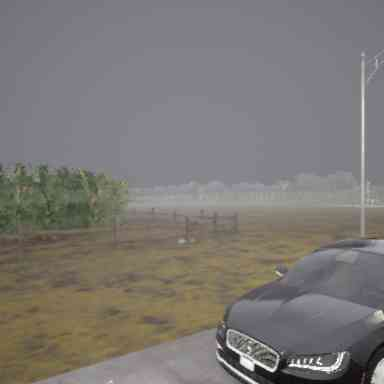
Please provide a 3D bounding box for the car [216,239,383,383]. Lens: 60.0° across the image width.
[{"bbox_3d":[2.560,1.523,4.845,4.892,1.490,1.837,0,0,-35],"label":"car"}]
